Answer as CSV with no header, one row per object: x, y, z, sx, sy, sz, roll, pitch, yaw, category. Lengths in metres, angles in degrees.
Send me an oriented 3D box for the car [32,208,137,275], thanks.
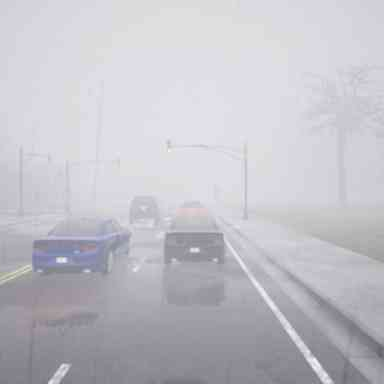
-3.184,1.510,10.575,1.882,1.535,5.008,0,0,0,car

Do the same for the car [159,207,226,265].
0.061,1.513,11.834,1.882,1.535,5.008,0,-1,0,car

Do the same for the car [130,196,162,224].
-3.572,1.298,25.562,2.150,2.045,5.566,0,0,-5,car

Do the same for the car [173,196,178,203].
-3.524,1.729,77.473,2.033,1.411,5.357,0,0,0,car

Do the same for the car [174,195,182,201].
-3.561,1.622,87.894,1.994,1.385,4.181,0,0,0,car

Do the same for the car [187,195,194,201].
-0.311,1.593,87.906,1.812,1.442,4.674,0,0,0,car

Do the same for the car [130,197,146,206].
-9.993,1.712,61.709,2.033,1.411,5.357,0,0,0,car

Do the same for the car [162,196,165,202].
-6.754,1.516,61.891,2.097,1.767,4.553,0,0,0,car

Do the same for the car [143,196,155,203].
-10.023,1.735,77.288,2.033,1.411,5.357,0,0,0,car

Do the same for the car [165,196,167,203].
-6.773,1.672,77.210,1.882,1.535,5.008,0,0,0,car

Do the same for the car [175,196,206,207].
0.013,1.428,25.431,2.097,1.767,4.553,0,0,0,car
